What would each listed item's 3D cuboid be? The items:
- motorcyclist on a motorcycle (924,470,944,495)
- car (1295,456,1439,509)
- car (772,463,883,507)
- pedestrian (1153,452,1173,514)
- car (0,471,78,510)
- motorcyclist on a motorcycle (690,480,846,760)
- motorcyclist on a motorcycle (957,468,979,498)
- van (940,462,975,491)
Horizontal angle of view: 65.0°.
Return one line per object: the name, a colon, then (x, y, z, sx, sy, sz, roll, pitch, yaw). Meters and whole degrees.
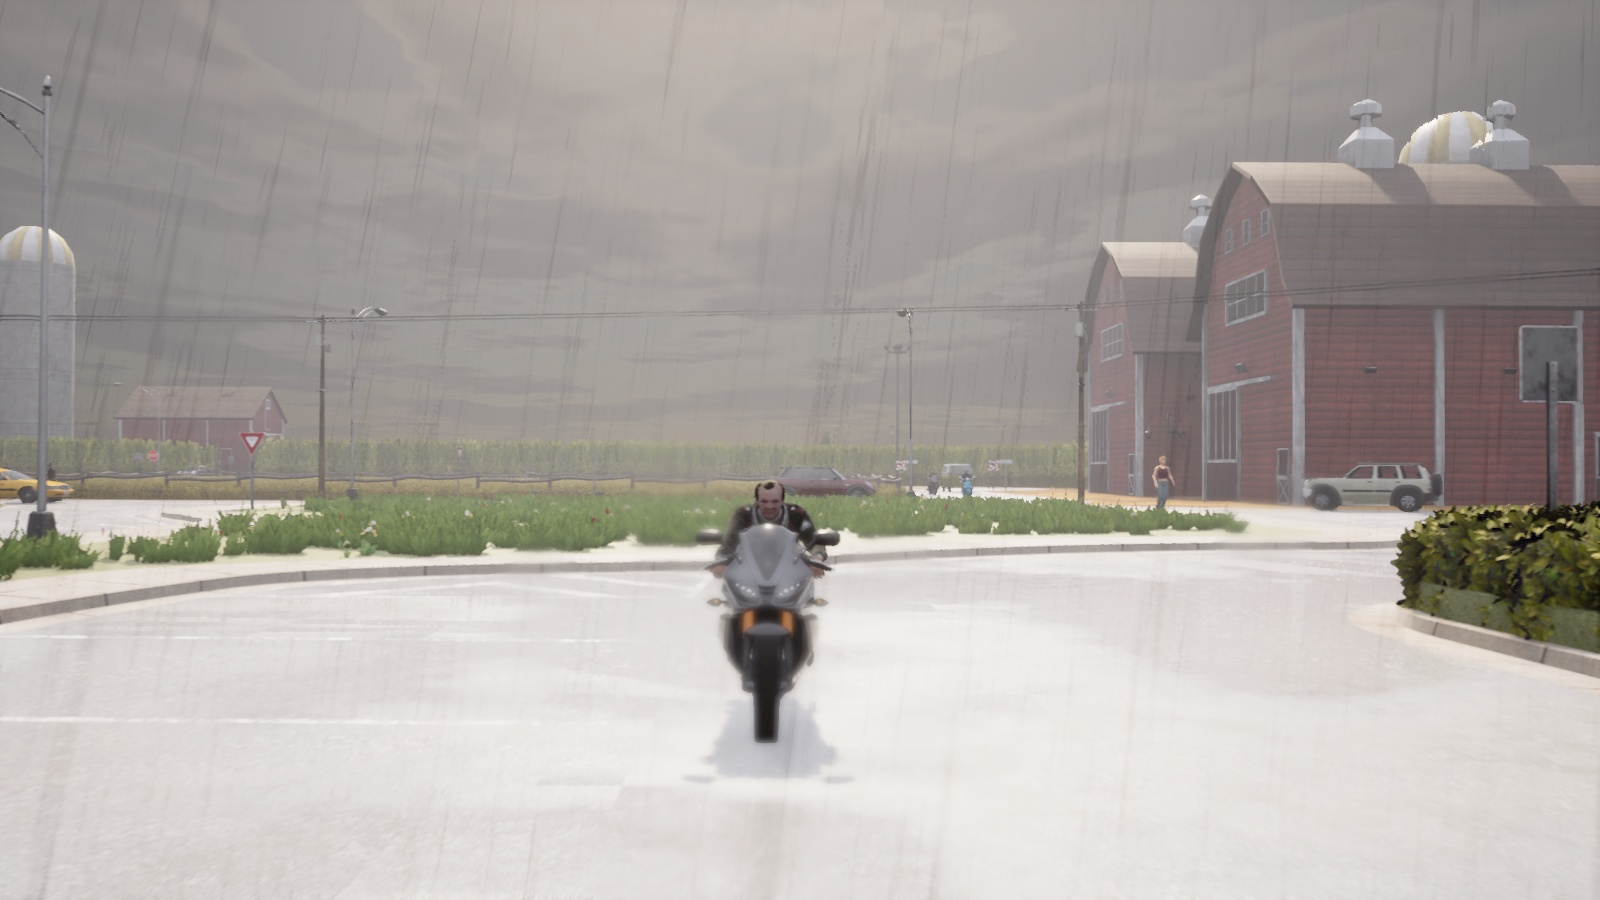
motorcyclist on a motorcycle: (8.231, 1.986, 77.280, 0.866, 1.530, 2.191, 0, -1, -4)
car: (20.829, 1.174, 46.172, 4.605, 1.855, 1.932, -1, -1, 31)
car: (1.154, 1.460, 52.469, 4.553, 1.767, 2.097, 0, -1, 1)
pedestrian: (10.845, 0.974, 37.544, 0.345, 1.836, 0.594, 0, -1, -7)
car: (-33.245, 1.673, 52.224, 5.366, 1.575, 1.801, 0, -1, -1)
motorcyclist on a motorcycle: (-0.182, 0.970, 8.081, 0.866, 1.530, 2.191, 0, -1, 0)
motorcyclist on a motorcycle: (8.880, 1.739, 66.553, 0.866, 1.590, 1.817, -1, -1, -1)
van: (11.051, 1.862, 88.499, 1.775, 1.987, 4.442, 0, -1, -2)
